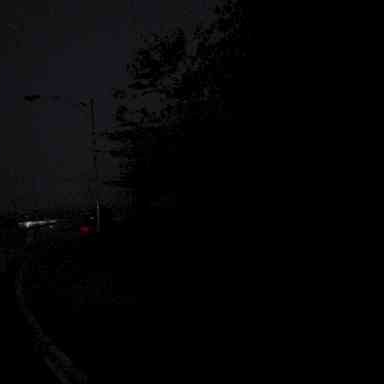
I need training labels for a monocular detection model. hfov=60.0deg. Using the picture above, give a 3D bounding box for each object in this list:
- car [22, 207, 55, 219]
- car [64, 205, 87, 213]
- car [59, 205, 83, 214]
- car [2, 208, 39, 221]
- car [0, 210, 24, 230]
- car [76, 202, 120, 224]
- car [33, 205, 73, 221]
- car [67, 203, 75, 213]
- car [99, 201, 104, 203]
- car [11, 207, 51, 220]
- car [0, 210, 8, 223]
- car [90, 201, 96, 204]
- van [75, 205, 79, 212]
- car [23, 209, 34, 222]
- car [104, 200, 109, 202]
[{"bbox_3d":[-25.659,3.476,55.700,4.792,1.488,2.163,-4,-1,-20],"label":"car"},{"bbox_3d":[-25.788,3.724,73.602,4.792,1.488,2.163,-4,0,-20],"label":"car"},{"bbox_3d":[-25.734,3.699,70.630,4.674,1.452,2.002,-4,0,-20],"label":"car"},{"bbox_3d":[-25.586,3.391,49.748,4.674,1.452,2.002,-4,-1,-20],"label":"car"},{"bbox_3d":[-17.476,2.673,29.917,1.994,1.385,4.181,-4,-1,0],"label":"car"},{"bbox_3d":[-8.590,2.035,30.824,2.128,1.511,4.902,-4,-1,-1],"label":"car"},{"bbox_3d":[-17.530,2.789,42.236,2.033,1.411,5.357,-4,-1,0],"label":"car"},{"bbox_3d":[-25.679,3.457,64.673,4.553,1.767,2.185,-4,-1,-21],"label":"car"},{"bbox_3d":[-25.849,3.806,85.556,4.674,1.452,2.002,-4,0,-20],"label":"car"},{"bbox_3d":[-25.442,3.381,52.798,5.366,1.575,1.946,-4,-1,-20],"label":"car"},{"bbox_3d":[-25.538,3.233,40.809,4.892,1.521,2.231,-4,-1,-21],"label":"car"},{"bbox_3d":[-25.615,3.701,76.673,5.366,1.575,1.946,-4,-1,-20],"label":"car"},{"bbox_3d":[-25.630,3.393,67.702,4.442,1.987,1.878,-4,-1,-20],"label":"van"},{"bbox_3d":[-20.512,2.957,41.972,1.812,1.442,4.674,-4,-1,0],"label":"car"},{"bbox_3d":[-25.924,3.528,88.527,5.566,2.045,2.435,-4,0,-20],"label":"car"}]
